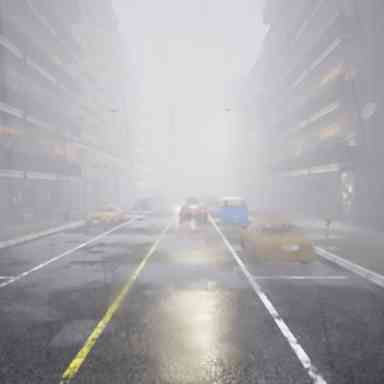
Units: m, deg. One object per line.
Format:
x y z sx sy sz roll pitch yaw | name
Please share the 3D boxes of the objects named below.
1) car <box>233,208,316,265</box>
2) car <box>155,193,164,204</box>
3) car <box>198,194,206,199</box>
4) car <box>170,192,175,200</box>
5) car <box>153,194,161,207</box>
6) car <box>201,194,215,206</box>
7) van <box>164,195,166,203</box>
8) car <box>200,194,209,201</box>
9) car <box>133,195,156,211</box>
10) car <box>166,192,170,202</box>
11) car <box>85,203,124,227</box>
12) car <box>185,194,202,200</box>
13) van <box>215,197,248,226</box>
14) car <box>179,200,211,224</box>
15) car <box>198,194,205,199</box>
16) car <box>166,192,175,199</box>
2.681 1.474 11.348 1.752 1.417 4.829 0 0 0 | car
-5.704 1.331 49.855 1.887 1.381 4.507 0 0 0 | car
2.673 1.181 88.505 1.887 1.381 4.507 -1 0 0 | car
-5.707 1.244 77.472 1.947 1.339 4.313 -1 0 0 | car
-5.703 1.354 44.331 1.887 1.381 4.507 0 0 0 | car
2.677 1.360 44.318 2.008 1.369 4.403 -1 0 0 | car
-5.707 1.105 55.377 1.690 1.788 3.998 -1 0 0 | van
2.674 1.224 72.106 1.752 1.417 4.829 -1 0 0 | car
-5.702 1.398 38.807 1.947 1.339 4.313 0 0 0 | car
-5.706 1.182 60.901 1.967 1.590 4.097 -1 0 0 | car
-5.702 1.428 22.068 1.752 1.417 4.829 0 0 0 | car
0.095 1.311 45.482 1.837 1.490 4.892 0 1 0 | car
2.678 1.243 22.225 1.690 1.788 3.998 -1 0 0 | van
0.098 1.497 23.639 1.895 1.301 4.718 0 0 0 | car
2.673 1.166 94.029 2.008 1.369 4.403 -1 0 0 | car
-5.710 0.951 88.517 2.192 1.841 5.009 -1 0 0 | car
